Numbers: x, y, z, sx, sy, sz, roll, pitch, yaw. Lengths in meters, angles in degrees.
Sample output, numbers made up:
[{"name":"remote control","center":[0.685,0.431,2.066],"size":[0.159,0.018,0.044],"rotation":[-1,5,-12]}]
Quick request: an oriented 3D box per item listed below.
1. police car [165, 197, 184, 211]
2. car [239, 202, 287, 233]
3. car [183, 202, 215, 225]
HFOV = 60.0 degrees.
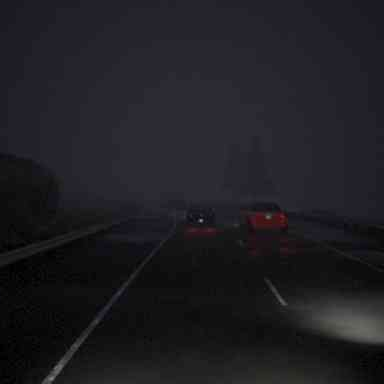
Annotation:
[{"name":"police car","center":[-2.192,1.450,41.741],"size":[1.930,1.638,5.238],"rotation":[0,0,-14]},{"name":"car","center":[4.091,1.369,19.909],"size":[2.097,1.767,4.553],"rotation":[0,0,0]},{"name":"car","center":[0.499,1.617,24.418],"size":[1.895,1.301,4.718],"rotation":[0,0,-3]}]
